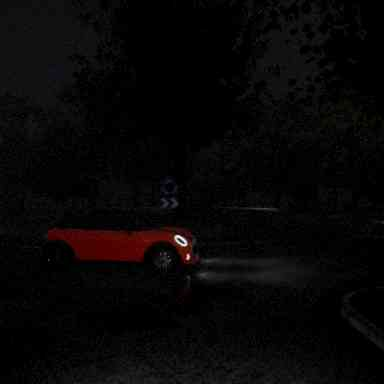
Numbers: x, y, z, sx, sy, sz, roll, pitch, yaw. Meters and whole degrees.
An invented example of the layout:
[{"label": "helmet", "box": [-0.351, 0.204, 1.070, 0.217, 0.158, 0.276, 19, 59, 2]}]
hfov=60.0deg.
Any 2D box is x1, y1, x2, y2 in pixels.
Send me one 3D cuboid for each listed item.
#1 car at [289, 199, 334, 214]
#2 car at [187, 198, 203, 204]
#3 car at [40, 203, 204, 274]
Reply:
[{"label": "car", "box": [12.222, 1.460, 34.489, 2.128, 1.511, 4.902, 0, 0, -30]}, {"label": "car", "box": [-0.871, 1.486, 42.028, 4.674, 1.442, 1.812, 0, 0, 3]}, {"label": "car", "box": [-2.080, 1.342, 10.151, 4.553, 1.767, 2.097, 0, 0, 6]}]
